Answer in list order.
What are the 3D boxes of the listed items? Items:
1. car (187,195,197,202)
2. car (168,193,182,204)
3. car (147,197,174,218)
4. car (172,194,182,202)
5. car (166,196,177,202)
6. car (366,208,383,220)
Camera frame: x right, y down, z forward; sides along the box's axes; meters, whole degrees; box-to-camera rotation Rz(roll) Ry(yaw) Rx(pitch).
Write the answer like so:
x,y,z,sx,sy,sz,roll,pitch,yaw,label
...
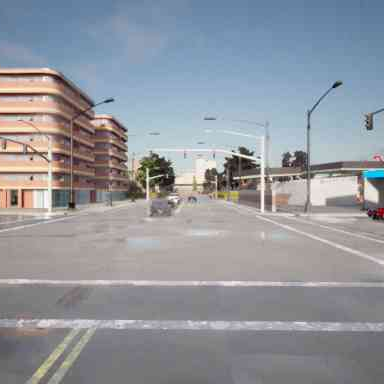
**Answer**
x,y,z,sx,sy,sz,roll,pitch,yaw,label
0.022,1.339,70.785,1.812,1.442,4.674,0,0,0,car
-3.538,1.223,62.418,2.150,2.045,5.566,0,0,0,car
-2.969,1.479,30.445,1.837,1.490,4.892,0,-1,-7,car
-3.476,1.352,76.147,2.097,1.767,4.553,0,0,0,car
-3.582,1.601,48.242,1.895,1.301,4.718,0,0,0,car
16.543,1.601,26.403,4.718,1.301,1.895,0,0,1,car
